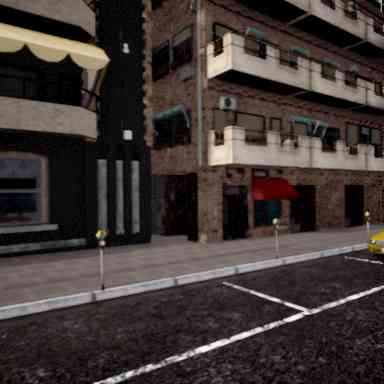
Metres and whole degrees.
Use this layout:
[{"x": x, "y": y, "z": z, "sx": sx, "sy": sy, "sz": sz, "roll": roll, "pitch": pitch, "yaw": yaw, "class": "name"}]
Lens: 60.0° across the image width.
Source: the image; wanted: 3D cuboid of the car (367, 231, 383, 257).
[{"x": 8.078, "y": 1.524, "z": 11.868, "sx": 4.829, "sy": 1.417, "sz": 1.752, "roll": 0, "pitch": -1, "yaw": -35, "class": "car"}]
